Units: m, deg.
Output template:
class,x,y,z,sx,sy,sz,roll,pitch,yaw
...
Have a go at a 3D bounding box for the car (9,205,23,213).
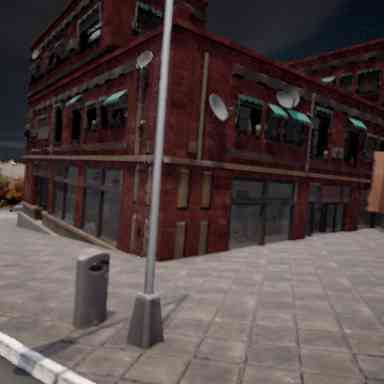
class,x,y,z,sx,sy,sz,roll,pitch,yaw
car,-31.785,3.198,61.490,2.033,1.411,5.357,4,-3,-5
